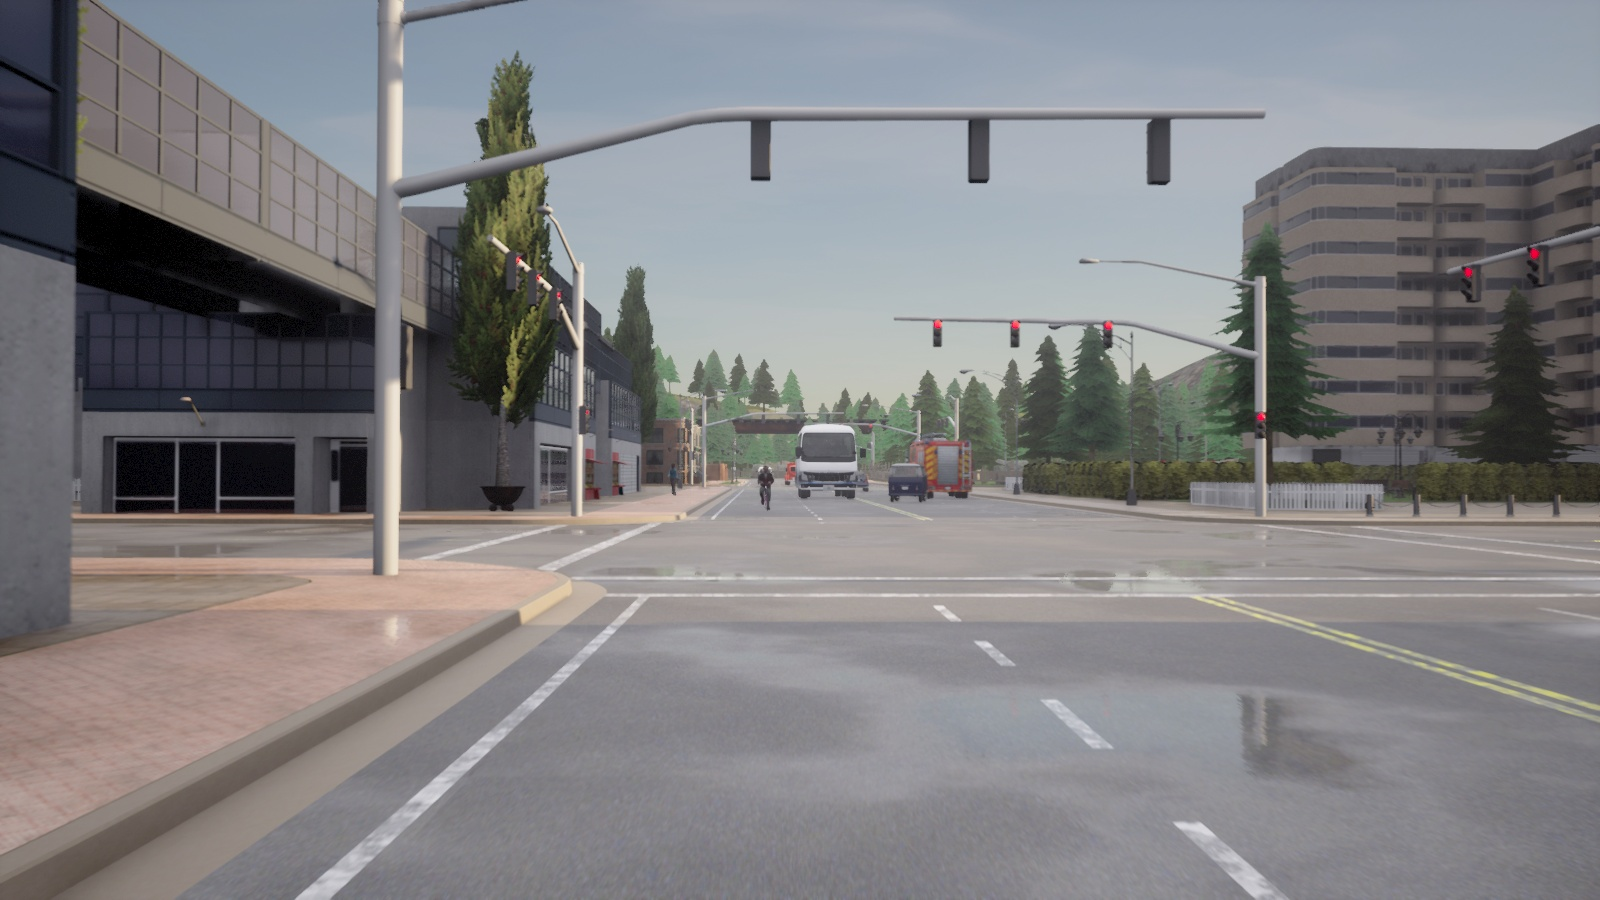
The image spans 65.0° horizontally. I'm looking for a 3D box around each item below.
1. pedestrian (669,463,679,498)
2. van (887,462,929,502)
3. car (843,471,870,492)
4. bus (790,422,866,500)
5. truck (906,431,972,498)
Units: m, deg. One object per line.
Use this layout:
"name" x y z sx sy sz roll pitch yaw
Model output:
"pedestrian" -6.980 1.665 69.553 0.396 1.930 0.692 0 -1 13
"van" 5.640 1.636 65.211 1.775 1.987 4.442 0 -1 10
"car" 4.335 2.389 96.494 1.789 1.549 3.705 0 -1 -2
"bus" 1.477 0.664 73.635 3.944 4.253 10.273 0 -1 -2
"truck" 8.391 0.901 76.795 2.891 3.827 8.468 0 -1 -2
